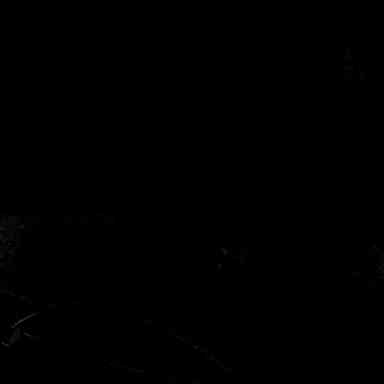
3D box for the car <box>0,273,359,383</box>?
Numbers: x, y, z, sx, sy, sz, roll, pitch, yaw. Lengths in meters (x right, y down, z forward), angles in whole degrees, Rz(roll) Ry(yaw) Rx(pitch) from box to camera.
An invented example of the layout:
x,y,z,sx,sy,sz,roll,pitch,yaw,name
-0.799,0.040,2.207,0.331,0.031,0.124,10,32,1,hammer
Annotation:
x,y,z,sx,sy,sz,roll,pitch,yaw,name
-0.629,1.558,3.408,4.313,1.339,1.947,0,0,35,car
